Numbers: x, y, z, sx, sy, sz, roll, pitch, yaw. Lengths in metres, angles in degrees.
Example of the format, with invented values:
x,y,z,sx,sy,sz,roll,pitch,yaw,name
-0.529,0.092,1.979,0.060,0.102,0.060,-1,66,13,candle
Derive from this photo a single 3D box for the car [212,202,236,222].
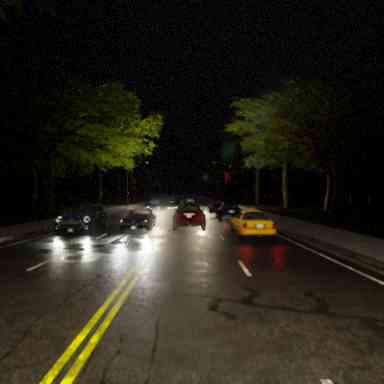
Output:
x,y,z,sx,sy,sz,roll,pitch,yaw,name
3.141,1.665,29.083,2.033,1.649,4.856,0,0,0,car

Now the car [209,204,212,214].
x,y,z,sx,sy,sz,roll,pitch,yaw,name
3.057,1.871,40.092,1.994,1.385,4.181,0,0,-1,car

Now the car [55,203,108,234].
x,y,z,sx,sy,sz,roll,pitch,yaw,name
-6.661,1.527,20.457,2.097,1.767,4.553,0,0,0,car

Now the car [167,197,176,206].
x,y,z,sx,sy,sz,roll,pitch,yaw,name
-3.703,1.744,63.447,2.128,1.511,4.902,0,0,-1,car

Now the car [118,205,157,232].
x,y,z,sx,sy,sz,roll,pitch,yaw,name
-3.416,1.783,21.538,1.895,1.301,4.718,0,0,0,car

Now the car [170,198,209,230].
x,y,z,sx,sy,sz,roll,pitch,yaw,name
-0.165,1.542,22.759,2.097,1.767,4.553,0,0,0,car

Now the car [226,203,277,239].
x,y,z,sx,sy,sz,roll,pitch,yaw,name
3.202,1.612,18.262,1.801,1.575,5.366,0,0,0,car

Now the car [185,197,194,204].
x,y,z,sx,sy,sz,roll,pitch,yaw,name
-0.609,1.965,74.268,2.033,1.411,5.357,0,0,-1,car

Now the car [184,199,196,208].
x,y,z,sx,sy,sz,roll,pitch,yaw,name
-0.311,1.943,57.588,2.033,1.411,5.357,0,0,0,car

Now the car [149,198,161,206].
x,y,z,sx,sy,sz,roll,pitch,yaw,name
-6.952,1.927,63.404,1.882,1.535,5.008,0,0,-1,car
